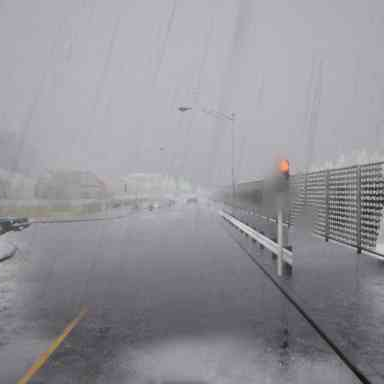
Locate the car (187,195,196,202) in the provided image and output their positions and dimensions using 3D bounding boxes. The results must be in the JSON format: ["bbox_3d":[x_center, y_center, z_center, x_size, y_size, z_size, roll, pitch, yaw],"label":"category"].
[{"bbox_3d":[-0.042,1.539,77.410,2.033,1.411,5.357,0,0,0],"label":"car"}]

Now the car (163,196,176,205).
[{"bbox_3d":[-4.099,1.477,61.048,1.882,1.535,5.008,0,0,0],"label":"car"}]

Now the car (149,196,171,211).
[{"bbox_3d":[-4.119,1.491,40.657,2.128,1.511,4.902,0,0,0],"label":"car"}]

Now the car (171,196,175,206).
[{"bbox_3d":[-4.120,1.564,50.594,1.994,1.385,4.181,0,0,0],"label":"car"}]

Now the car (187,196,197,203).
[{"bbox_3d":[0.069,1.477,67.067,1.882,1.535,5.008,0,0,0],"label":"car"}]

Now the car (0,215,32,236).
[{"bbox_3d":[-11.252,1.601,17.868,4.718,1.301,1.895,0,0,4],"label":"car"}]
